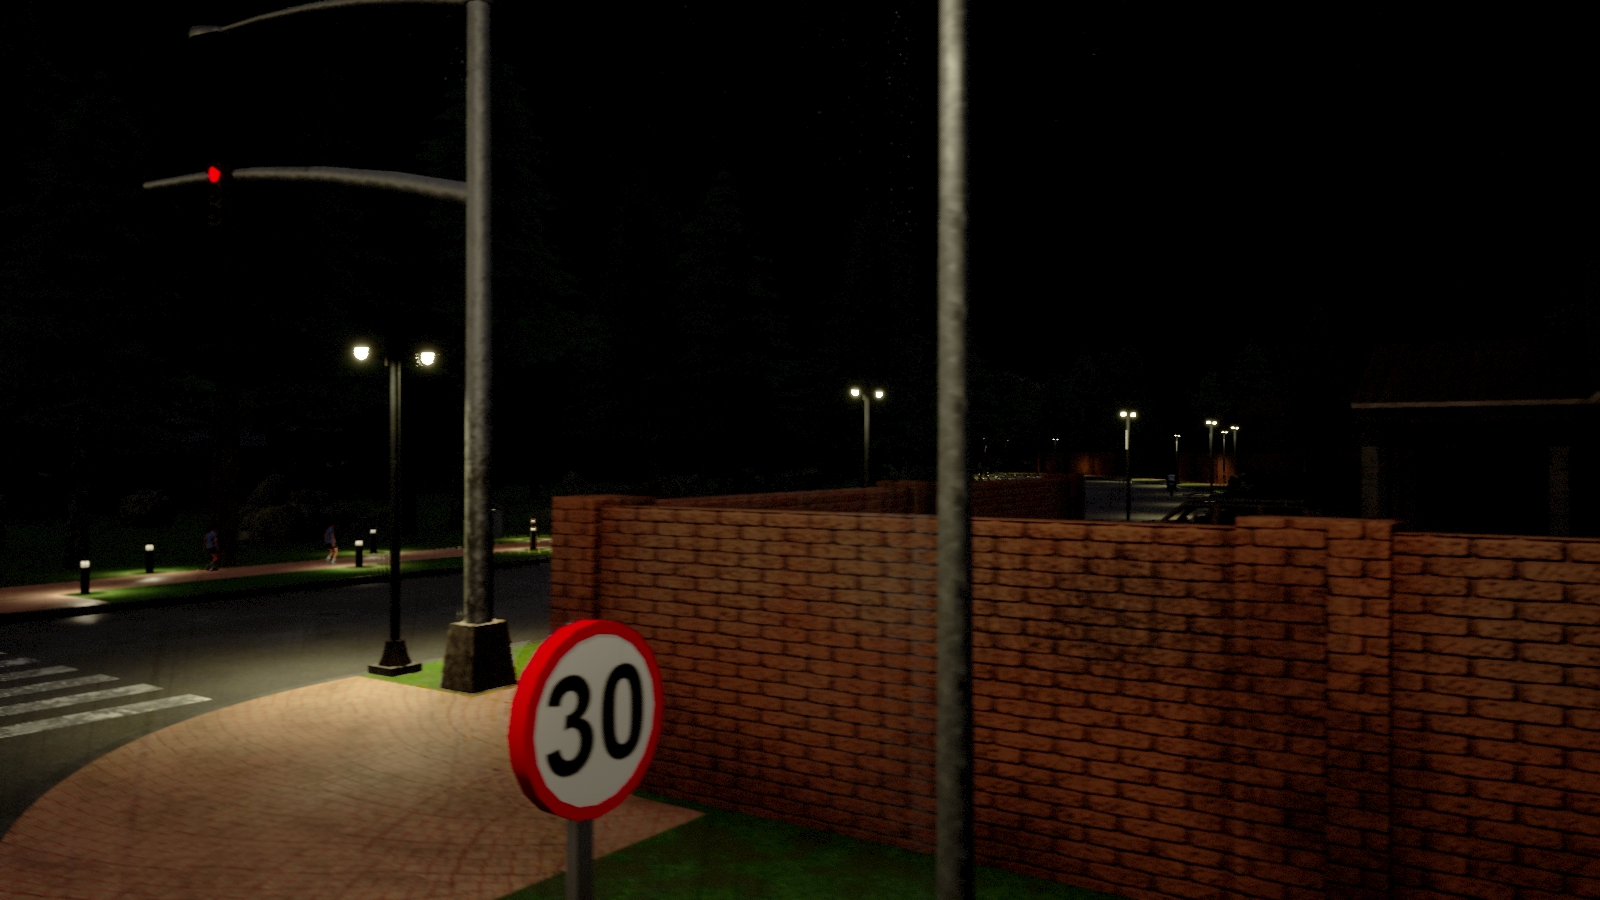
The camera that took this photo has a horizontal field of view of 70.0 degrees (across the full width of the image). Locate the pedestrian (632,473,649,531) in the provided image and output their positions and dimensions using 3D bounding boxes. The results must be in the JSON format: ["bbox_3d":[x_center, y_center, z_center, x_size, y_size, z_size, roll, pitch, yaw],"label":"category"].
[{"bbox_3d":[-5.166,1.681,37.044,0.375,1.860,0.375,0,0,33],"label":"pedestrian"}]

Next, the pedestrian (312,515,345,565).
[{"bbox_3d":[-10.828,2.062,26.229,0.500,1.100,0.500,0,0,30],"label":"pedestrian"}]

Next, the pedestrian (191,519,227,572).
[{"bbox_3d":[-12.869,2.062,24.888,0.500,1.100,0.500,0,0,23],"label":"pedestrian"}]

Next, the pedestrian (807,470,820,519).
[{"bbox_3d":[0.507,1.683,43.431,0.375,1.860,0.375,0,0,30],"label":"pedestrian"}]
